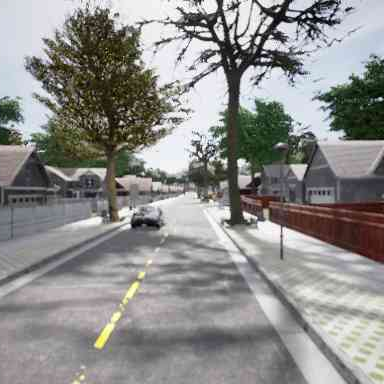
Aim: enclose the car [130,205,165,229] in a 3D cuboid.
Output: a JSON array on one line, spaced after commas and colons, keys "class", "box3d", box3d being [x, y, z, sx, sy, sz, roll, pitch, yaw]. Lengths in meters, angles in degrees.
[{"class": "car", "box3d": [-2.850, 1.608, 22.431, 2.033, 1.411, 5.357, 0, 0, 0]}]
